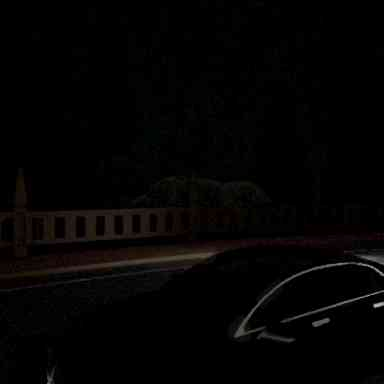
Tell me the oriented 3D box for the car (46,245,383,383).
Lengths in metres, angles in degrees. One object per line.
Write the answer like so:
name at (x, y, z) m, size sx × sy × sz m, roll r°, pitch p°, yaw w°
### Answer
car at (0.886, 1.486, 4.051) m, size 4.892 × 1.490 × 1.837 m, roll 0°, pitch 0°, yaw -29°
